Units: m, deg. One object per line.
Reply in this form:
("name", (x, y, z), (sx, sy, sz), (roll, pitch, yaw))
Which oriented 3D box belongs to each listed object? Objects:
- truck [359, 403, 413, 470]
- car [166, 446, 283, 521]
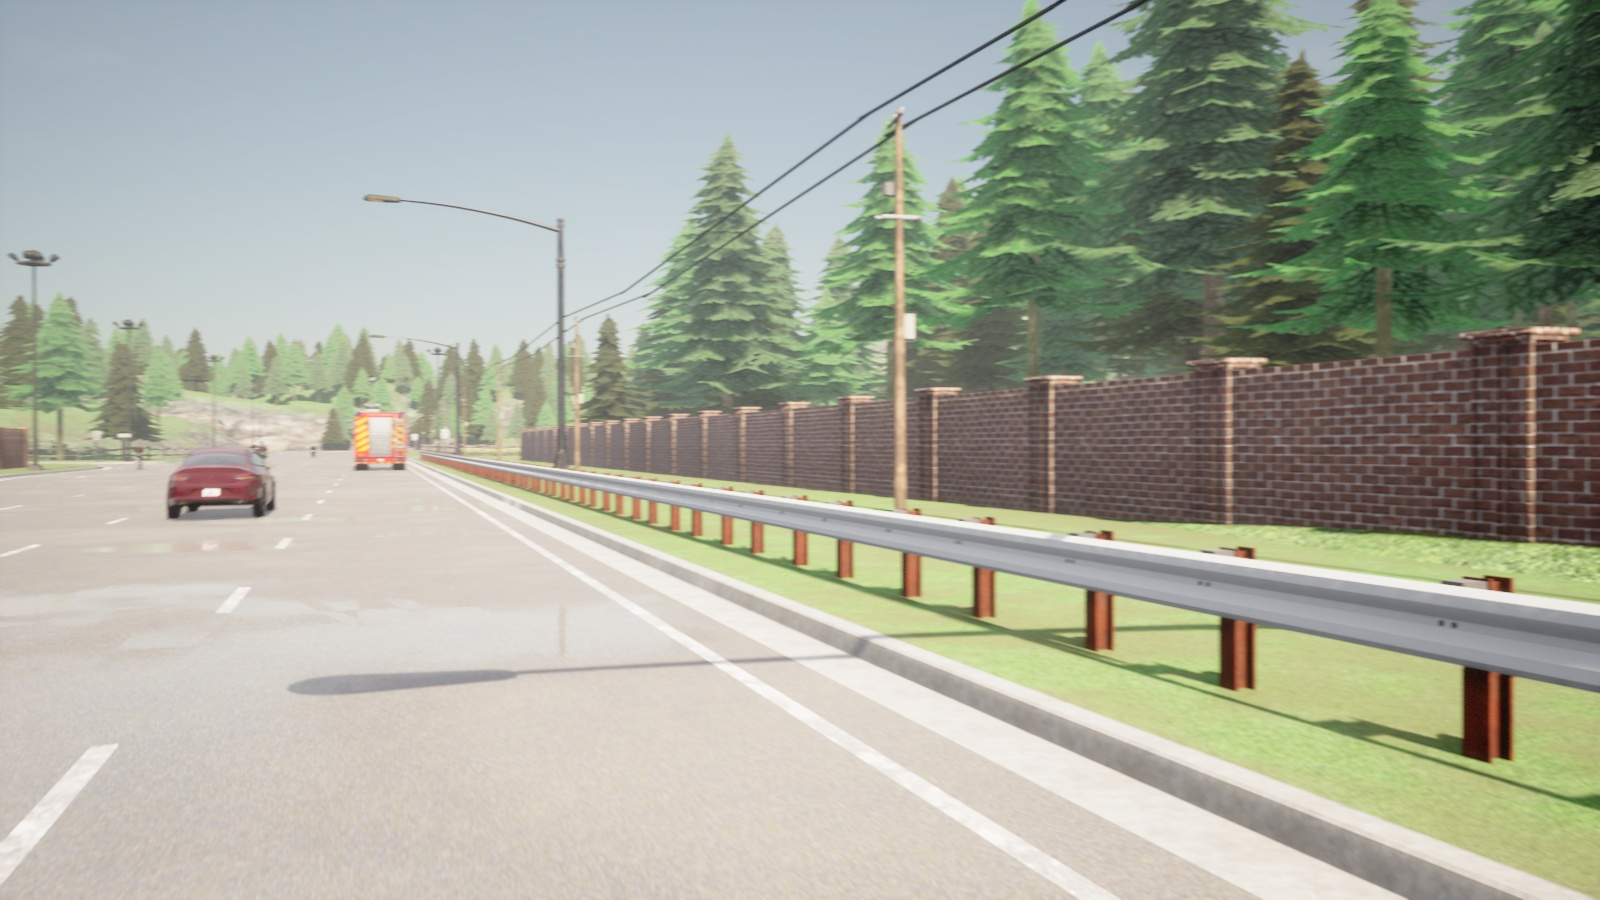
("truck", (-24.968, -0.792, 75.702), (2.891, 3.827, 8.468), (0, 0, -19))
("car", (-12.316, 0.648, 27.120), (1.812, 1.442, 4.674), (0, 0, -19))
